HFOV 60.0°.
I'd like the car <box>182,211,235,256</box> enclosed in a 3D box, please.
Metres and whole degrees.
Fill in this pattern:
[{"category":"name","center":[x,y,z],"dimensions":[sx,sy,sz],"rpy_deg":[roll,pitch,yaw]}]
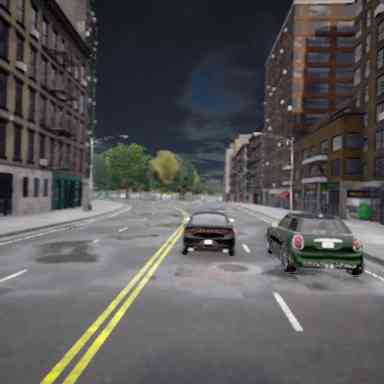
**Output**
[{"category":"car","center":[0.693,1.510,13.550],"dimensions":[1.882,1.535,5.008],"rpy_deg":[2,0,3]}]

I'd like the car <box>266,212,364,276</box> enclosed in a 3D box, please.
[{"category":"car","center":[3.806,1.462,11.105],"dimensions":[2.097,1.767,4.553],"rpy_deg":[1,0,3]}]
